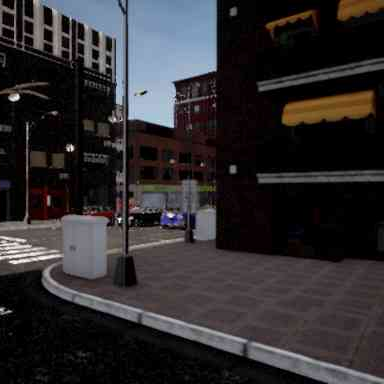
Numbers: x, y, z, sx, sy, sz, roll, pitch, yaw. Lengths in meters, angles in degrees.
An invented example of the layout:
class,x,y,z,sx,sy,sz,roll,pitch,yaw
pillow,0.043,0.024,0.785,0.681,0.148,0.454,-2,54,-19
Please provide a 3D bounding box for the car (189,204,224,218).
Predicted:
class,x,y,z,sx,sy,sz,roll,pitch,yaw
car,1.721,2.171,38.226,1.752,1.417,4.829,-1,-2,35

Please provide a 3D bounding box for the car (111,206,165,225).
class,x,y,z,sx,sy,sz,roll,pitch,yaw
car,-4.613,1.960,29.176,1.752,1.417,4.829,-1,-2,35

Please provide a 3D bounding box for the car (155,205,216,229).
class,x,y,z,sx,sy,sz,roll,pitch,yaw
car,-0.306,1.789,25.381,2.097,1.767,4.553,0,-1,35

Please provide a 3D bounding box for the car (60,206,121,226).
class,x,y,z,sx,sy,sz,roll,pitch,yaw
car,-7.682,1.773,24.793,1.967,1.590,4.097,-1,-2,35

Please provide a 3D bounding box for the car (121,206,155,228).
class,x,y,z,sx,sy,sz,roll,pitch,yaw
car,-3.762,1.891,25.848,2.128,1.511,4.902,0,-1,35

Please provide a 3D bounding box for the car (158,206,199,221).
class,x,y,z,sx,sy,sz,roll,pitch,yaw
car,-1.349,2.109,33.840,1.947,1.339,4.313,-1,-2,35
